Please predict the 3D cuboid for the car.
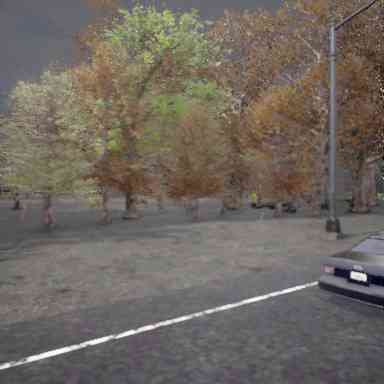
[{"bbox_3d":[5.028,1.551,7.379,5.357,1.411,2.033,0,0,-35],"label":"car"}]
